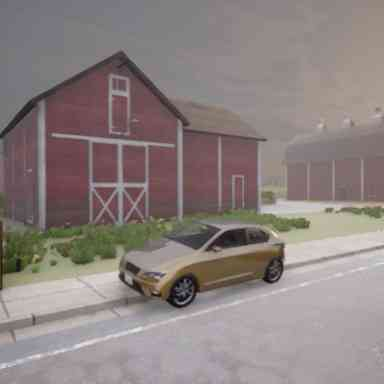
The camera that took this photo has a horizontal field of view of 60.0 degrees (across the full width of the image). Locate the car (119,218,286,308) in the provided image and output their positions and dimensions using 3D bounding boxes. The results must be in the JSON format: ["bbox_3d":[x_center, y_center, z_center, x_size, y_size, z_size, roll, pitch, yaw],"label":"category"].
[{"bbox_3d":[0.414,1.423,7.815,4.193,1.474,1.816,0,6,-38],"label":"car"}]
